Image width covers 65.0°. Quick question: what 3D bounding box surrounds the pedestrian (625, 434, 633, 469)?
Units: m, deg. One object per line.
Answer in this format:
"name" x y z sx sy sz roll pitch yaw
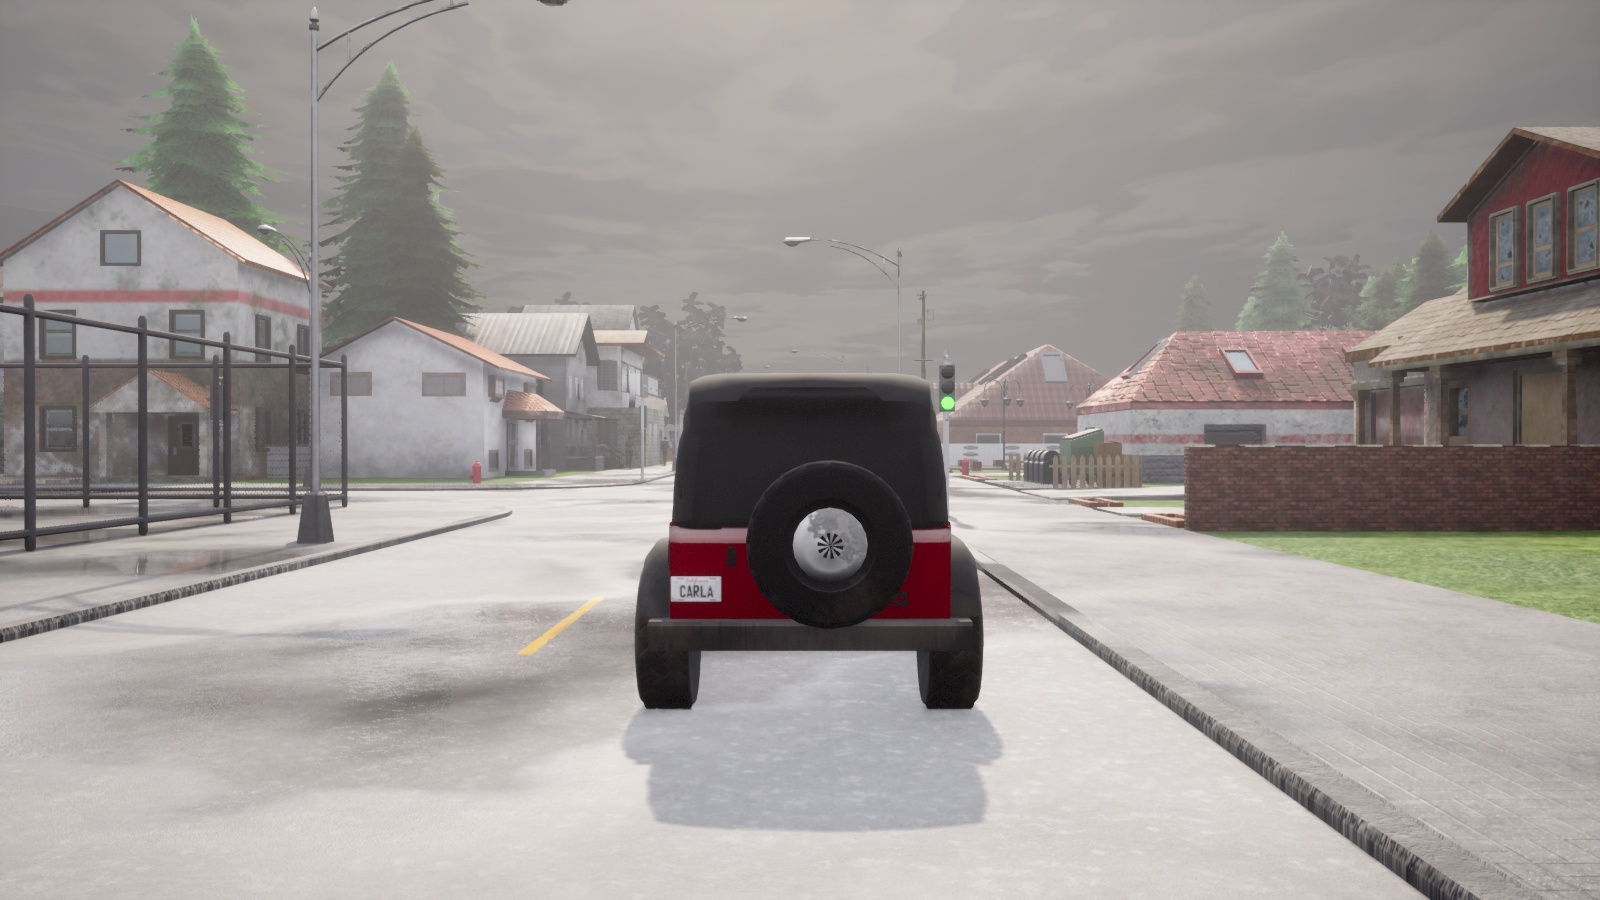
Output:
"pedestrian" -9.007 0.075 66.187 0.328 1.805 0.869 0 0 0

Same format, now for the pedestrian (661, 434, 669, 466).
"pedestrian" -8.249 0.016 76.793 0.423 1.949 0.788 0 0 0

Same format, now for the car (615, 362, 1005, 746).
"car" 0.055 0.497 8.079 1.905 1.878 3.866 0 0 0
